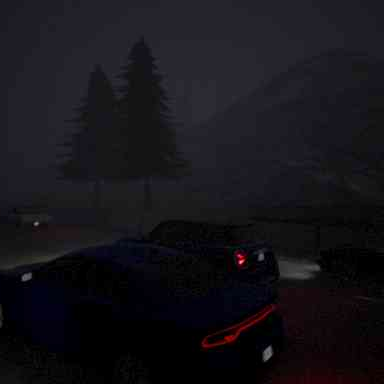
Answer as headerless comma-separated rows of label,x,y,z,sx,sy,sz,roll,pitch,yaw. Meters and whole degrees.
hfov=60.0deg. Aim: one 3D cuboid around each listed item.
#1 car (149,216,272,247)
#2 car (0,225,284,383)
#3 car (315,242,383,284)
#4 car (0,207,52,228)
car,-0.190,1.440,8.596,4.553,1.767,2.097,0,-1,36
car,-1.203,1.516,4.966,5.008,1.535,1.882,1,-1,36
car,5.738,1.775,8.520,4.718,1.301,1.895,0,-1,35
car,-11.021,1.577,21.171,4.718,1.301,1.895,1,0,37
